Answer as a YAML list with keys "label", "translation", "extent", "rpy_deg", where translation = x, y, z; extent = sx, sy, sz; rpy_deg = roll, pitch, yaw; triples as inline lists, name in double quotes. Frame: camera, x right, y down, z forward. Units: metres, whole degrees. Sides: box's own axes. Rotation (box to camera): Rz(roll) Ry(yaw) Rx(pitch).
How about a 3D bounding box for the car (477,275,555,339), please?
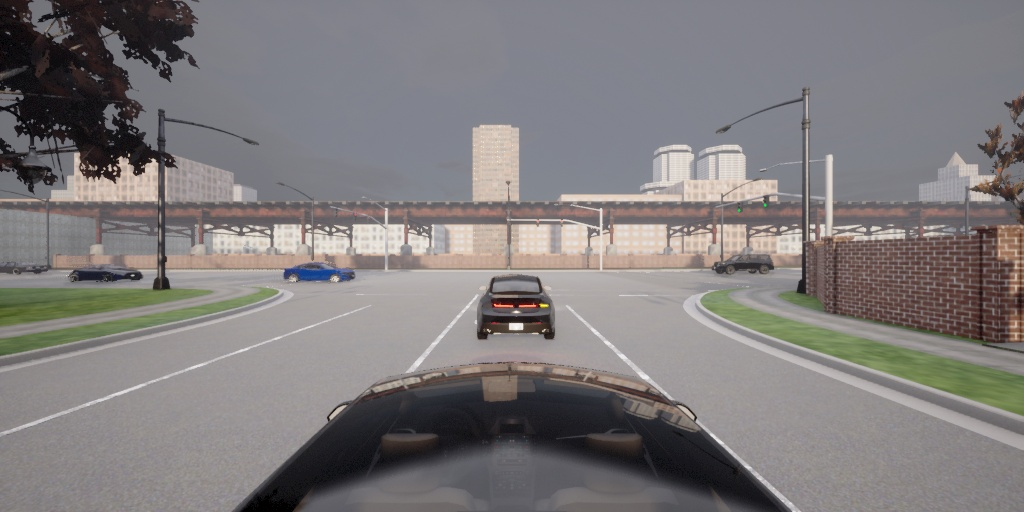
- label: "car"
  translation: [0.094, 1.256, 10.049]
  extent: [1.837, 1.490, 4.892]
  rpy_deg: [0, 0, 0]

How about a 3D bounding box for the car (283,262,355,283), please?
- label: "car"
  translation: [-14.444, 1.228, 26.983]
  extent: [5.008, 1.535, 1.882]
  rpy_deg: [0, 0, 2]

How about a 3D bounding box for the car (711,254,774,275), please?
- label: "car"
  translation: [23.557, 0.835, 36.650]
  extent: [5.566, 2.045, 2.150]
  rpy_deg: [-1, 0, 3]

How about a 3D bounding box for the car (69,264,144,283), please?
- label: "car"
  translation: [-30.980, 1.314, 27.448]
  extent: [4.181, 1.385, 1.994]
  rpy_deg: [0, 0, 1]
